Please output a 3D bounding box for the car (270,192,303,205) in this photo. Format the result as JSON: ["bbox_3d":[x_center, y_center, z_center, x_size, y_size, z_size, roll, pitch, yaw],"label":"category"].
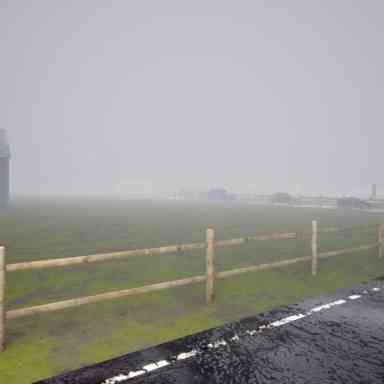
[{"bbox_3d":[12.829,0.830,45.173,2.097,1.767,4.553,0,1,-35],"label":"car"}]

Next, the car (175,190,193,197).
[{"bbox_3d":[-1.772,0.362,71.827,1.837,1.490,4.892,0,1,-36],"label":"car"}]

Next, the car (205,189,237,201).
[{"bbox_3d":[5.163,0.462,55.936,2.150,2.045,5.566,0,1,-35],"label":"car"}]

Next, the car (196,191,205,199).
[{"bbox_3d":[2.793,0.597,65.485,1.837,1.490,4.892,0,1,-35],"label":"car"}]

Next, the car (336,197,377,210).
[{"bbox_3d":[18.400,1.216,37.358,1.994,1.385,4.181,0,1,-35],"label":"car"}]
